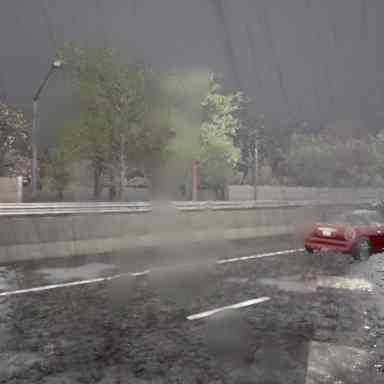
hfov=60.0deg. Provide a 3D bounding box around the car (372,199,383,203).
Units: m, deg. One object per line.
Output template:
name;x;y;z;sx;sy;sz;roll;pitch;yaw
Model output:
car;32.624;2.017;57.248;4.902;1.511;2.128;1;0;-35

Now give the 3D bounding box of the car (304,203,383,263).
car;6.378;1.450;12.660;4.553;1.767;2.097;1;0;-35
